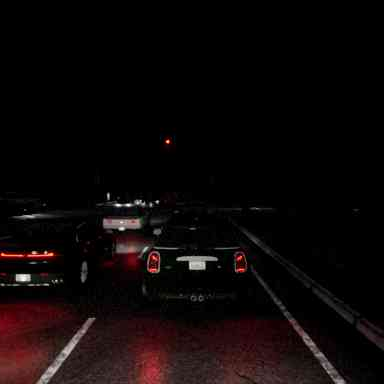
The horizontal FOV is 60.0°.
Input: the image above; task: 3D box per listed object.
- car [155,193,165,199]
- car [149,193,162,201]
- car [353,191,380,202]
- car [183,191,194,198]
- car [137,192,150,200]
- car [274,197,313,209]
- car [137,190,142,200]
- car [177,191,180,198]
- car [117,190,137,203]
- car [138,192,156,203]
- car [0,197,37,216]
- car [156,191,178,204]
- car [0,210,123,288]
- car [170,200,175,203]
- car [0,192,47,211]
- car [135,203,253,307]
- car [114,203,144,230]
[{"bbox_3d":[-7.301,0.870,76.515,2.033,1.411,5.357,0,1,-1],"label":"car"},{"bbox_3d":[-7.171,1.005,66.088,2.033,1.411,5.357,0,1,1],"label":"car"},{"bbox_3d":[21.877,0.922,39.734,5.566,2.045,2.150,0,1,-3],"label":"car"},{"bbox_3d":[-0.680,0.707,86.096,1.812,1.442,4.674,0,1,-4],"label":"car"},{"bbox_3d":[-10.732,0.894,73.537,2.128,1.511,4.902,0,1,-1],"label":"car"},{"bbox_3d":[12.126,1.306,39.167,4.718,1.301,1.895,0,1,-3],"label":"car"},{"bbox_3d":[-10.681,0.709,63.313,2.150,2.045,5.566,0,1,0],"label":"car"},{"bbox_3d":[-4.155,0.691,85.595,1.837,1.490,4.892,0,1,-4],"label":"car"},{"bbox_3d":[-10.695,0.928,53.872,2.097,1.767,4.553,0,0,0],"label":"car"},{"bbox_3d":[-7.200,1.105,56.020,2.033,1.411,5.357,0,1,0],"label":"car"},{"bbox_3d":[-16.302,1.356,29.188,4.181,1.385,1.994,0,0,14],"label":"car"},{"bbox_3d":[-3.639,1.091,49.609,1.882,1.535,5.008,0,1,4],"label":"car"},{"bbox_3d":[-3.415,1.468,9.145,1.837,1.490,4.892,0,0,0],"label":"car"},{"bbox_3d":[0.061,1.388,17.289,2.128,1.511,4.902,0,0,1],"label":"car"},{"bbox_3d":[-17.774,0.974,33.706,5.566,2.045,2.150,0,0,-3],"label":"car"},{"bbox_3d":[0.088,1.323,8.092,2.097,1.767,4.553,0,0,0],"label":"car"},{"bbox_3d":[-3.435,1.487,18.466,1.895,1.301,4.718,0,1,0],"label":"car"}]
